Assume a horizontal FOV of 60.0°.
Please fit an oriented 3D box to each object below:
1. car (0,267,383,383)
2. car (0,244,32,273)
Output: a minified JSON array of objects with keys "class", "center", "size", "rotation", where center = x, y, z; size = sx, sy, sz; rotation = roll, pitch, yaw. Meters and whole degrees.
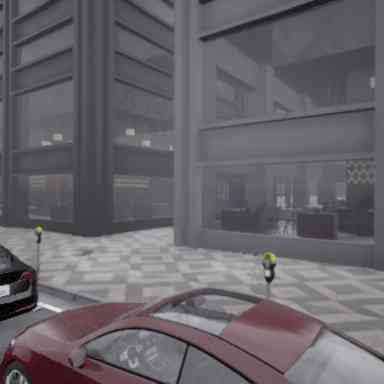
[{"class":"car","center":[-0.033,1.579,2.984],"size":[4.206,1.307,1.802],"rotation":[0,0,36]},{"class":"car","center":[-4.623,1.554,6.262],"size":[4.313,1.339,1.947],"rotation":[0,0,36]}]
